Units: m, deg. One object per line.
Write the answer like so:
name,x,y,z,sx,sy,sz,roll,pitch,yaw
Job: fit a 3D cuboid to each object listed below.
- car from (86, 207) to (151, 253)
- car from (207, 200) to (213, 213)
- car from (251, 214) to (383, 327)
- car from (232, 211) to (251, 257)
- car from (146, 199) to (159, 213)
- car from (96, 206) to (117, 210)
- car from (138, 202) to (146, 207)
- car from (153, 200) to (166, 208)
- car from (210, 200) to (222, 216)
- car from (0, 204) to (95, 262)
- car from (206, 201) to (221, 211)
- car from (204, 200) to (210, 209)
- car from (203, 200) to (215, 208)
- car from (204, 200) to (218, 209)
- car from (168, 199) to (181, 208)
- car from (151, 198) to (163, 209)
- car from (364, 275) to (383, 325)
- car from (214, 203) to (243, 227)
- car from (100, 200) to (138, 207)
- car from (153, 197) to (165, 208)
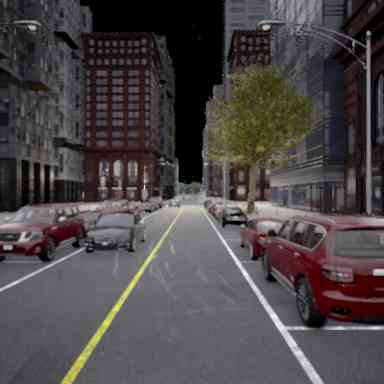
car,-3.083,1.610,14.214,1.837,1.490,4.892,0,0,0
car,2.900,1.848,35.275,1.802,1.307,4.206,0,0,0
car,2.865,1.368,7.080,2.192,1.841,5.009,0,0,0
car,2.872,1.640,12.718,1.887,1.381,4.507,0,0,0
car,-5.619,1.877,40.930,1.947,1.339,4.313,0,0,0
car,-5.646,1.702,18.375,1.947,1.339,4.313,0,0,0
car,-5.632,1.766,29.653,1.887,1.381,4.507,0,0,0
car,-5.598,2.042,57.845,1.802,1.307,4.206,0,-1,0
car,2.893,1.748,29.807,1.752,1.417,4.829,0,0,0
car,-5.653,1.410,12.738,2.192,1.841,5.009,0,0,0
car,2.914,1.942,46.553,1.802,1.307,4.206,0,0,0
car,2.907,1.752,40.916,1.967,1.590,4.097,0,0,0
car,2.927,2.026,57.832,1.947,1.339,4.313,0,-1,0
car,2.920,1.975,52.192,1.947,1.339,4.313,0,-1,0
car,-2.978,1.945,57.188,2.128,1.511,4.902,0,0,1
car,-5.612,1.925,46.567,1.947,1.339,4.313,0,0,0
car,2.858,1.578,1.438,1.947,1.339,4.313,0,0,0
car,2.886,1.744,23.996,1.947,1.339,4.313,0,0,0
car,-5.639,1.493,24.015,2.192,1.841,5.009,0,0,0
car,-5.605,1.723,52.207,2.192,1.841,5.009,0,0,0
